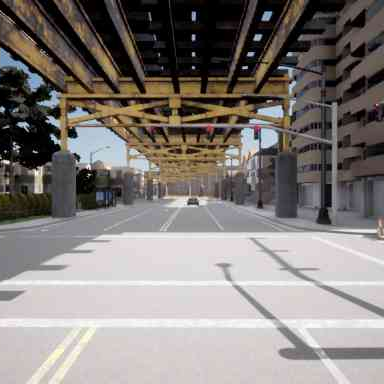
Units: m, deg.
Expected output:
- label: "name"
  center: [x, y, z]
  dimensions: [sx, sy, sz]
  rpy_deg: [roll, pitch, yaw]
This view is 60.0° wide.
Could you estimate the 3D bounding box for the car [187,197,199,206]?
- label: "car"
  center: [0.188, 1.564, 56.209]
  dimensions: [1.994, 1.385, 4.181]
  rpy_deg: [0, 0, 0]
